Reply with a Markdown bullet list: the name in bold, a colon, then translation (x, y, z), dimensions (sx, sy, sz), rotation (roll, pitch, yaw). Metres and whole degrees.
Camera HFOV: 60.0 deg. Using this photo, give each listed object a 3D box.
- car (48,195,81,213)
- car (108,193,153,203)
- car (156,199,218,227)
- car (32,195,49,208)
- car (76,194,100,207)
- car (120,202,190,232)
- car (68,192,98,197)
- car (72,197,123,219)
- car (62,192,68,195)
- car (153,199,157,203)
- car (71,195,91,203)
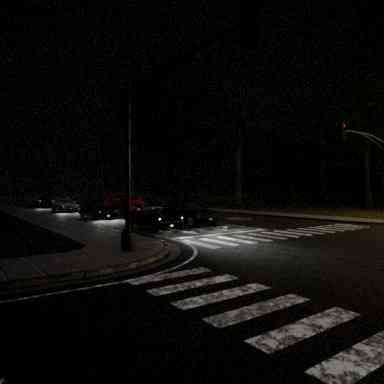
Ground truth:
- **car**: translation (-13.676, 1.402, 35.786), dimensions (1.812, 1.442, 4.674), rotation (0, 0, -36)
- **car**: translation (-6.206, 1.117, 31.010), dimensions (2.150, 2.045, 5.566), rotation (0, 0, -36)
- **car**: translation (-0.245, 1.410, 22.788), dimensions (1.882, 1.535, 5.008), rotation (0, 0, -35)
- **car**: translation (-19.764, 1.202, 44.246), dimensions (2.097, 1.767, 4.553), rotation (0, 0, -35)
- **car**: translation (-15.631, 1.186, 49.794), dimensions (2.097, 1.767, 4.553), rotation (0, 0, -35)
- **car**: translation (-2.397, 1.542, 20.214), dimensions (1.895, 1.301, 4.718), rotation (0, 0, -36)
- **car**: translation (-12.694, 1.084, 39.971), dimensions (2.150, 2.045, 5.566), rotation (0, 0, -36)
- **car**: translation (-8.056, 1.454, 28.027), dimensions (2.033, 1.411, 5.357), rotation (0, 0, -36)
- **car**: translation (-21.442, 1.038, 57.716), dimensions (2.150, 2.045, 5.566), rotation (0, 0, -36)
- **car**: translation (-4.184, 1.466, 39.629), dimensions (1.895, 1.301, 4.718), rotation (0, 0, -36)
- **car**: translation (-20.948, 1.295, 62.743), dimensions (2.128, 1.511, 4.902), rotation (0, 0, -36)
